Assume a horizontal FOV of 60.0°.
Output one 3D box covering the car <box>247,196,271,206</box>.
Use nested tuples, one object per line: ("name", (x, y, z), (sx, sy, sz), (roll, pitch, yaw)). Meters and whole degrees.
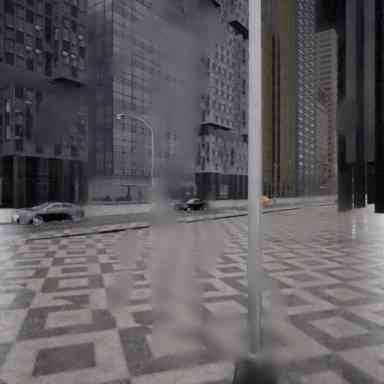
("car", (10.064, 1.350, 49.962), (2.097, 1.767, 4.553), (0, 0, 36))

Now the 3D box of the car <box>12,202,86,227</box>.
("car", (-9.751, 1.470, 23.024), (2.128, 1.511, 4.902), (0, 0, 36))

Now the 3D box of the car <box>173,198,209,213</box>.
("car", (-0.023, 1.434, 36.313), (1.882, 1.535, 5.008), (0, 0, 36))
